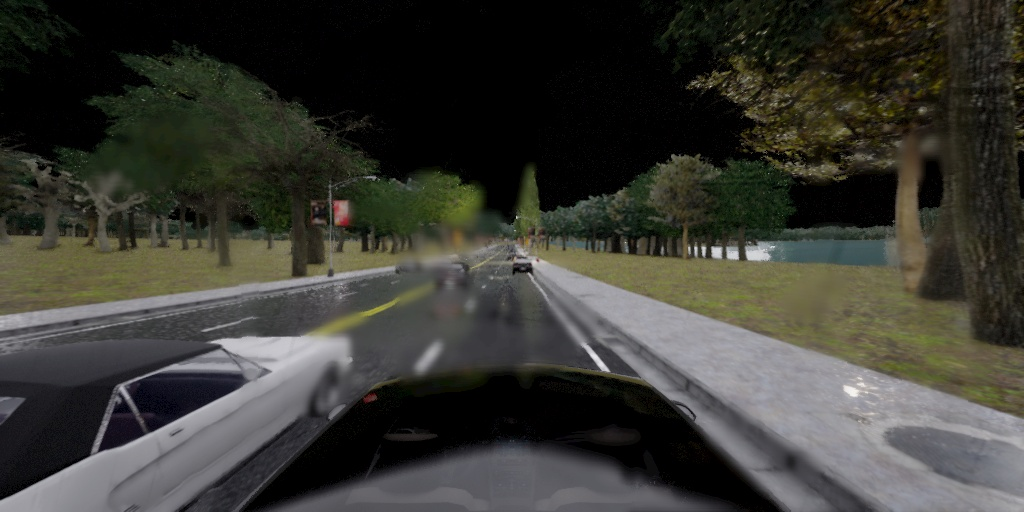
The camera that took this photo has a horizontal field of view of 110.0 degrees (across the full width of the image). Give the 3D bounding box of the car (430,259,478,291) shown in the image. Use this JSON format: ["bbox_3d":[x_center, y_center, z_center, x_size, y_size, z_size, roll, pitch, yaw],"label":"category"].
[{"bbox_3d":[-3.148,1.133,20.670,1.837,1.490,4.892,0,1,0],"label":"car"}]

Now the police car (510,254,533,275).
[{"bbox_3d":[0.980,0.877,33.969,1.930,1.638,5.238,0,1,0],"label":"police car"}]

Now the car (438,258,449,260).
[{"bbox_3d":[-6.585,0.963,35.130,1.812,1.442,4.674,0,1,0],"label":"car"}]

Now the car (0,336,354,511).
[{"bbox_3d":[-3.150,1.349,2.930,1.895,1.301,4.718,0,0,0],"label":"car"}]

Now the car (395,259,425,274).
[{"bbox_3d":[-9.834,1.006,34.833,1.994,1.385,4.181,0,1,0],"label":"car"}]

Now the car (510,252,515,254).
[{"bbox_3d":[0.983,0.670,49.852,1.882,1.535,5.008,0,1,0],"label":"car"}]
